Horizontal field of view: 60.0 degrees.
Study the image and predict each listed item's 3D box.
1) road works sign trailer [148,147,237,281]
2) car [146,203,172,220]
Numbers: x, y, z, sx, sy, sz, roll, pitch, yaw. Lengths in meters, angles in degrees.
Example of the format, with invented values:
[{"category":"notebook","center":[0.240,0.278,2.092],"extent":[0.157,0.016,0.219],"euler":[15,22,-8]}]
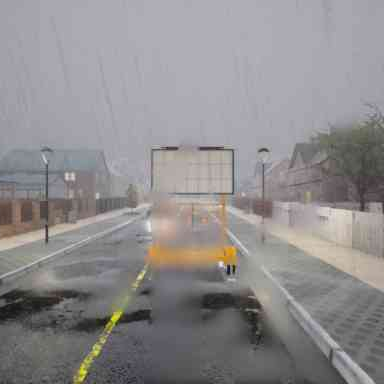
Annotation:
[{"category":"road works sign trailer","center":[0.019,0.471,9.835],"extent":[2.380,3.560,2.880],"euler":[0,0,0]},{"category":"car","center":[-2.734,1.604,28.582],"extent":[1.994,1.385,4.181],"euler":[0,0,0]}]
